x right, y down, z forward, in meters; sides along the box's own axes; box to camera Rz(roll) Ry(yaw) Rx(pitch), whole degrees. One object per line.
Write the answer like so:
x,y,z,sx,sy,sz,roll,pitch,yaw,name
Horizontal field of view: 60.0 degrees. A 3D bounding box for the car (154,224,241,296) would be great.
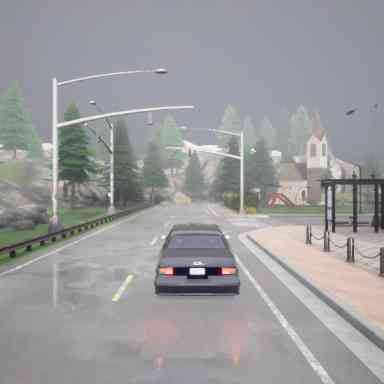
0.100,1.547,8.804,2.033,1.411,5.357,0,0,0,car
